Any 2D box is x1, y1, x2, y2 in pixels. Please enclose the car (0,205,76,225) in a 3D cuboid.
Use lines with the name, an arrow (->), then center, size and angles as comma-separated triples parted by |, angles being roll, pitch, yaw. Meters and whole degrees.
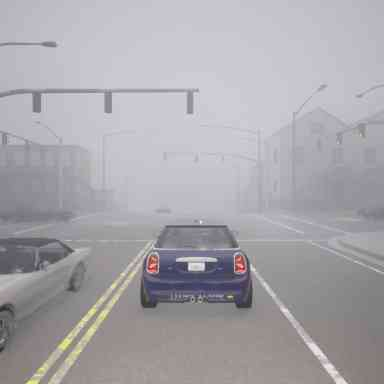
car -> -10.831, 1.572, 23.615 | 4.718, 1.301, 1.895 | -1, 0, -1

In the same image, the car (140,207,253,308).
car -> 0.094, 1.352, 8.068 | 2.097, 1.767, 4.553 | 0, 0, 0

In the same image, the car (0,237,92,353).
car -> -3.503, 1.601, 6.199 | 1.895, 1.301, 4.718 | 0, 0, 1

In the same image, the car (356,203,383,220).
car -> 16.633, 1.547, 27.651 | 5.357, 1.411, 2.033 | 0, 0, -1

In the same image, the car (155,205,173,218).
car -> -3.551, 2.570, 42.552 | 1.895, 1.301, 4.718 | 0, -8, 0
